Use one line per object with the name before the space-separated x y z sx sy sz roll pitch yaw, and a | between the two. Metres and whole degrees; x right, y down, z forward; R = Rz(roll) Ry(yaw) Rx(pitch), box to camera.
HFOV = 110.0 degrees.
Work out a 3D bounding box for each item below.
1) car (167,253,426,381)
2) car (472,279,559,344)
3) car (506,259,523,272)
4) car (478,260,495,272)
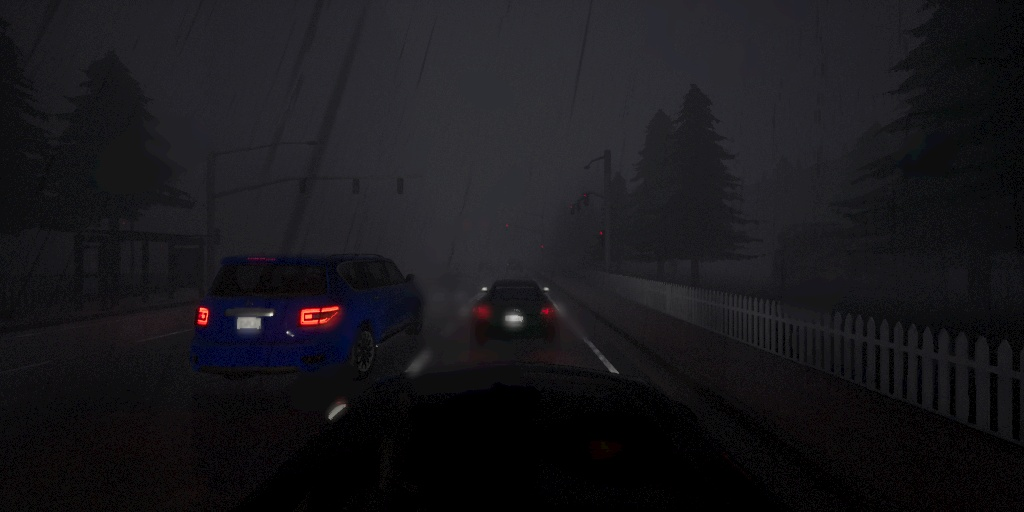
car | -3.403 0.972 7.356 2.150 2.045 5.566 0 0 0
car | 0.090 1.314 9.635 1.994 1.385 4.181 0 0 1
car | 0.285 1.102 45.596 2.097 1.767 4.553 0 0 0
car | -3.218 1.242 45.536 2.128 1.511 4.902 0 0 1
